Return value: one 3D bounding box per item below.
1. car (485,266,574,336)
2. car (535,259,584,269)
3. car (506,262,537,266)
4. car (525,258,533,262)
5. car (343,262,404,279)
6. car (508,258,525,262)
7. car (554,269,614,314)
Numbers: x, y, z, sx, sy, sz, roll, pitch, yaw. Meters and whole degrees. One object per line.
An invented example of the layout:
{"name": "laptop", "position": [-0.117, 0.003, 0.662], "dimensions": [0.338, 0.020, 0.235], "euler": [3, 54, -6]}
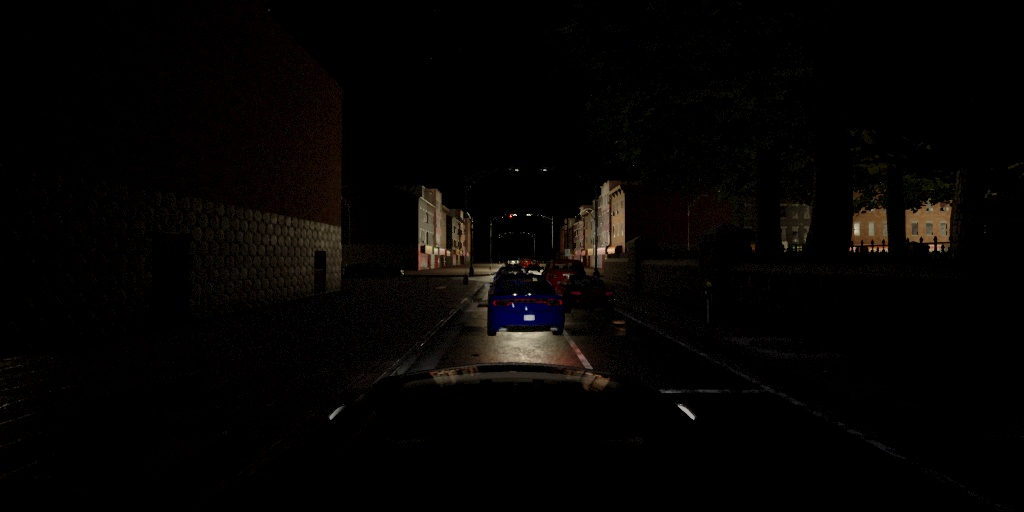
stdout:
{"name": "car", "position": [0.224, 1.231, 10.500], "dimensions": [1.882, 1.535, 5.008], "euler": [0, 0, -4]}
{"name": "car", "position": [2.634, 1.076, 19.004], "dimensions": [2.192, 1.841, 5.009], "euler": [0, 0, 0]}
{"name": "car", "position": [0.066, 1.238, 18.048], "dimensions": [1.882, 1.535, 5.008], "euler": [0, 0, 1]}
{"name": "car", "position": [2.628, 1.355, 45.433], "dimensions": [1.888, 1.381, 4.507], "euler": [0, 0, 0]}
{"name": "car", "position": [-11.763, 1.234, 30.573], "dimensions": [4.902, 1.511, 2.128], "euler": [0, -1, 0]}
{"name": "car", "position": [0.128, 1.299, 44.374], "dimensions": [2.128, 1.511, 4.902], "euler": [0, 0, 0]}
{"name": "car", "position": [2.635, 1.338, 13.555], "dimensions": [1.802, 1.307, 4.207], "euler": [0, 0, 0]}
